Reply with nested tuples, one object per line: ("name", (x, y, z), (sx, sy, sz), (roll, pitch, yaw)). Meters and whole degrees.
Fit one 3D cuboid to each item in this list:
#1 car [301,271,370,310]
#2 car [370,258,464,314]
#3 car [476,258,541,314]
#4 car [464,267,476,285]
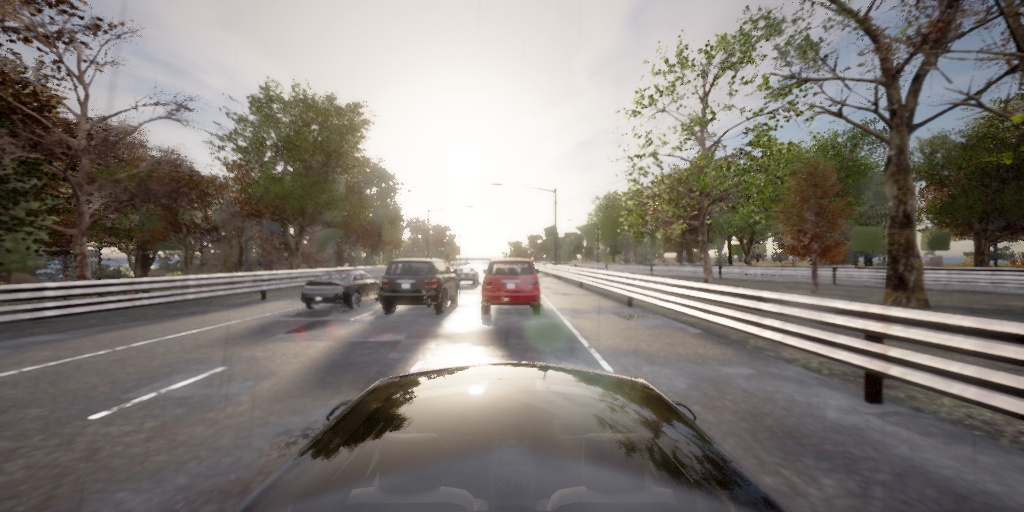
("car", (-7.038, 1.381, 15.491), (2.128, 1.511, 4.902), (0, 0, 0))
("car", (-3.538, 1.104, 14.614), (2.150, 2.045, 5.566), (0, 0, 0))
("car", (-0.037, 1.103, 14.593), (2.150, 2.045, 5.566), (0, 0, 0))
("car", (-3.736, 1.581, 29.567), (2.033, 1.411, 5.357), (0, -1, -1))
